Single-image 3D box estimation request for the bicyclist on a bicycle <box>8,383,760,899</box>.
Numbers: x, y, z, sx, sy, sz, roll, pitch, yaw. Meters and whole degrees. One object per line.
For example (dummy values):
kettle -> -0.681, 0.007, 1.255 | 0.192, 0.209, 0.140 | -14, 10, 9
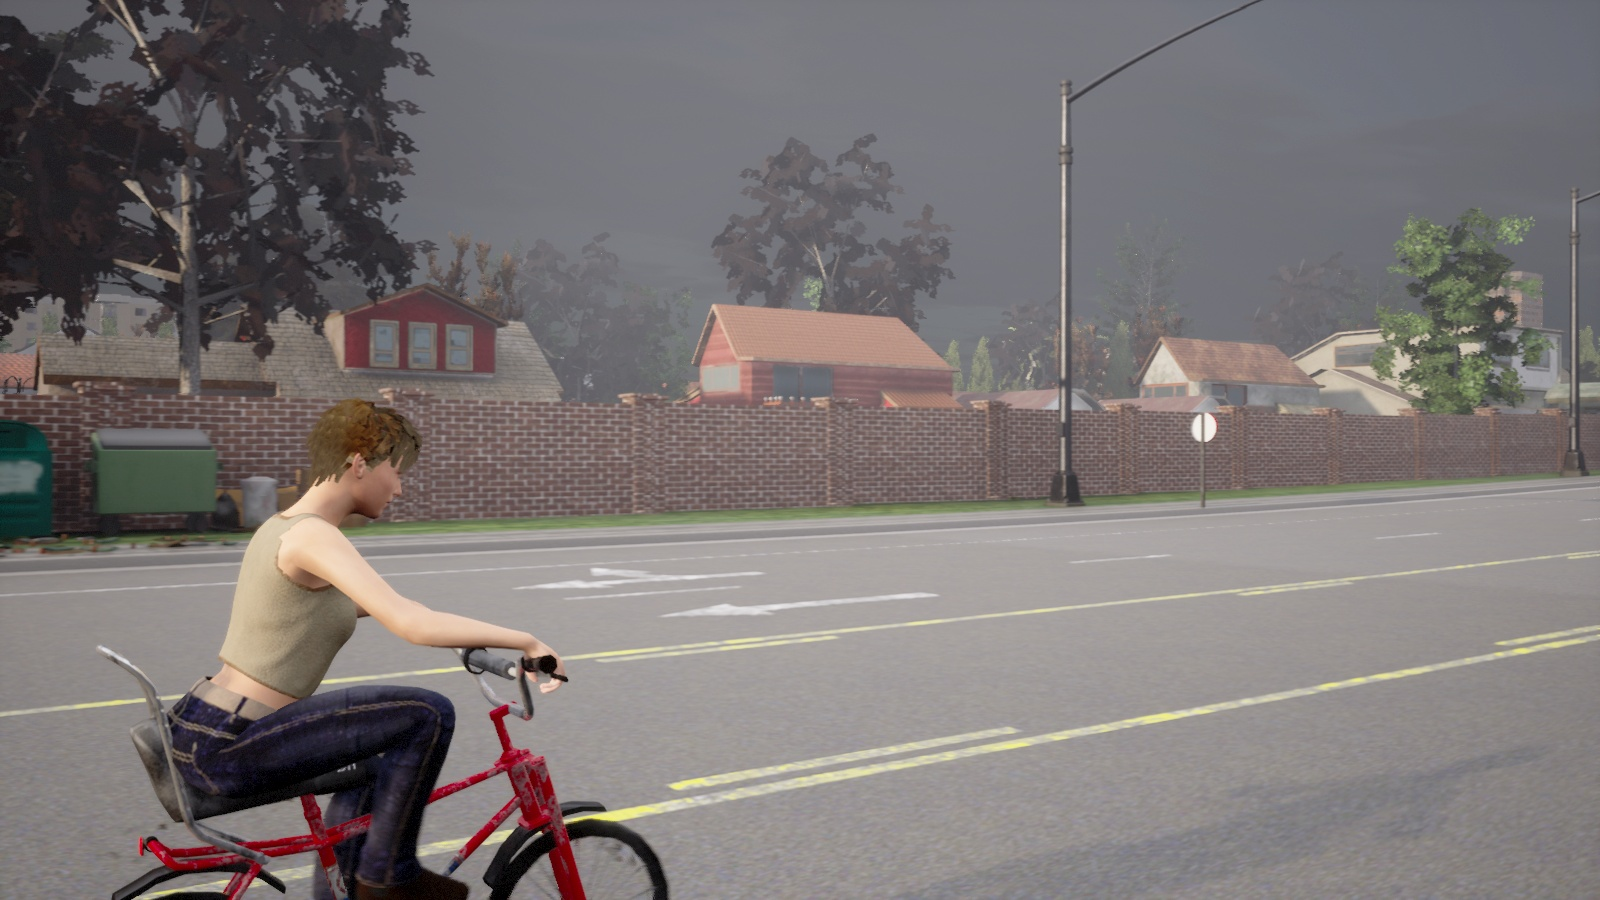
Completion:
bicyclist on a bicycle -> -0.963, 0.691, 2.983 | 1.509, 1.612, 0.866 | 0, 0, -35
